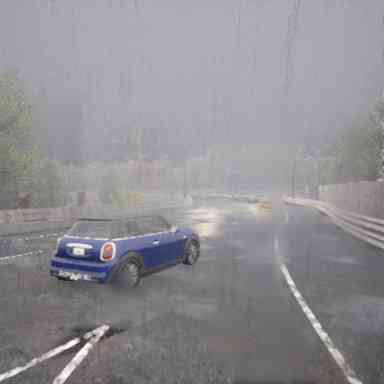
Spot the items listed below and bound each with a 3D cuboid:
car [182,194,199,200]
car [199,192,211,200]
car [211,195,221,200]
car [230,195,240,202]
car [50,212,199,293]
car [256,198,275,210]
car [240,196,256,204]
[{"bbox_3d":[-0.360,1.287,92.136,2.097,1.767,4.553,0,0,-18],"label":"car"},{"bbox_3d":[2.963,1.492,93.245,1.994,1.385,4.181,0,0,-18],"label":"car"},{"bbox_3d":[6.483,1.466,93.687,2.128,1.511,4.902,0,0,-18],"label":"car"},{"bbox_3d":[10.165,1.487,76.547,1.812,1.442,4.674,0,0,-10],"label":"car"},{"bbox_3d":[-1.542,1.343,9.294,2.097,1.767,4.553,0,0,27],"label":"car"},{"bbox_3d":[9.444,1.462,42.103,1.882,1.535,5.008,0,0,10],"label":"car"},{"bbox_3d":[11.095,1.466,63.019,2.128,1.511,4.902,0,0,-1],"label":"car"}]
